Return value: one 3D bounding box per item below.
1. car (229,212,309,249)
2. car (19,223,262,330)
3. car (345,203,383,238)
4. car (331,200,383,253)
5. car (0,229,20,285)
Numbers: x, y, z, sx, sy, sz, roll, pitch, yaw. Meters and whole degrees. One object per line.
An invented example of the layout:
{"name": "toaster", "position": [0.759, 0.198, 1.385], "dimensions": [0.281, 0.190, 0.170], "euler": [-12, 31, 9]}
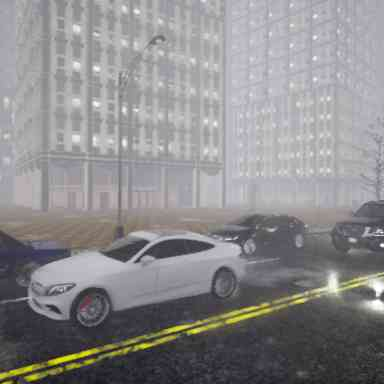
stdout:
{"name": "car", "position": [2.787, 1.609, 13.671], "dimensions": [4.892, 1.490, 1.837], "euler": [0, 0, -36]}
{"name": "car", "position": [-0.867, 1.558, 7.067], "dimensions": [4.674, 1.442, 1.812], "euler": [1, 0, -35]}
{"name": "car", "position": [11.395, 1.572, 19.892], "dimensions": [4.553, 1.767, 2.097], "euler": [1, 0, -36]}
{"name": "car", "position": [7.908, 1.370, 13.347], "dimensions": [5.566, 2.045, 2.150], "euler": [1, 0, -36]}
{"name": "car", "position": [-5.450, 1.596, 7.788], "dimensions": [4.718, 1.301, 1.895], "euler": [1, 0, -35]}
